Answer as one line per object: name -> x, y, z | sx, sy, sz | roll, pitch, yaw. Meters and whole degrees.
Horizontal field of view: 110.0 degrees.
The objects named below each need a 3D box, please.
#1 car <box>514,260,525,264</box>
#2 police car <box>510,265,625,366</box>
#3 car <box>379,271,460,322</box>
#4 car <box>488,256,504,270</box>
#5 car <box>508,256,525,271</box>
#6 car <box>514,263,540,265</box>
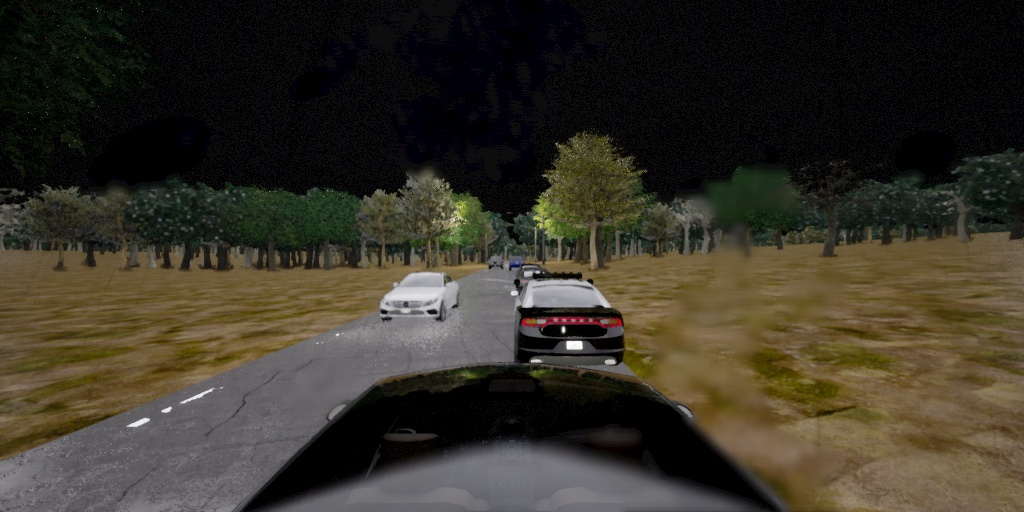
car -> 1.193, 1.257, 24.002 | 1.837, 1.490, 4.892 | 0, 0, 1
police car -> 0.996, 1.173, 8.112 | 1.930, 1.638, 5.238 | 0, 0, 1
car -> -2.952, 1.273, 12.380 | 1.812, 1.442, 4.674 | 0, 0, 1
car -> -2.422, 1.002, 54.452 | 2.150, 2.045, 5.566 | 0, 0, 1
car -> 0.674, 0.995, 50.099 | 2.150, 2.045, 5.566 | 0, 0, 1
car -> 1.119, 1.275, 18.003 | 1.812, 1.442, 4.674 | 0, 0, 1
